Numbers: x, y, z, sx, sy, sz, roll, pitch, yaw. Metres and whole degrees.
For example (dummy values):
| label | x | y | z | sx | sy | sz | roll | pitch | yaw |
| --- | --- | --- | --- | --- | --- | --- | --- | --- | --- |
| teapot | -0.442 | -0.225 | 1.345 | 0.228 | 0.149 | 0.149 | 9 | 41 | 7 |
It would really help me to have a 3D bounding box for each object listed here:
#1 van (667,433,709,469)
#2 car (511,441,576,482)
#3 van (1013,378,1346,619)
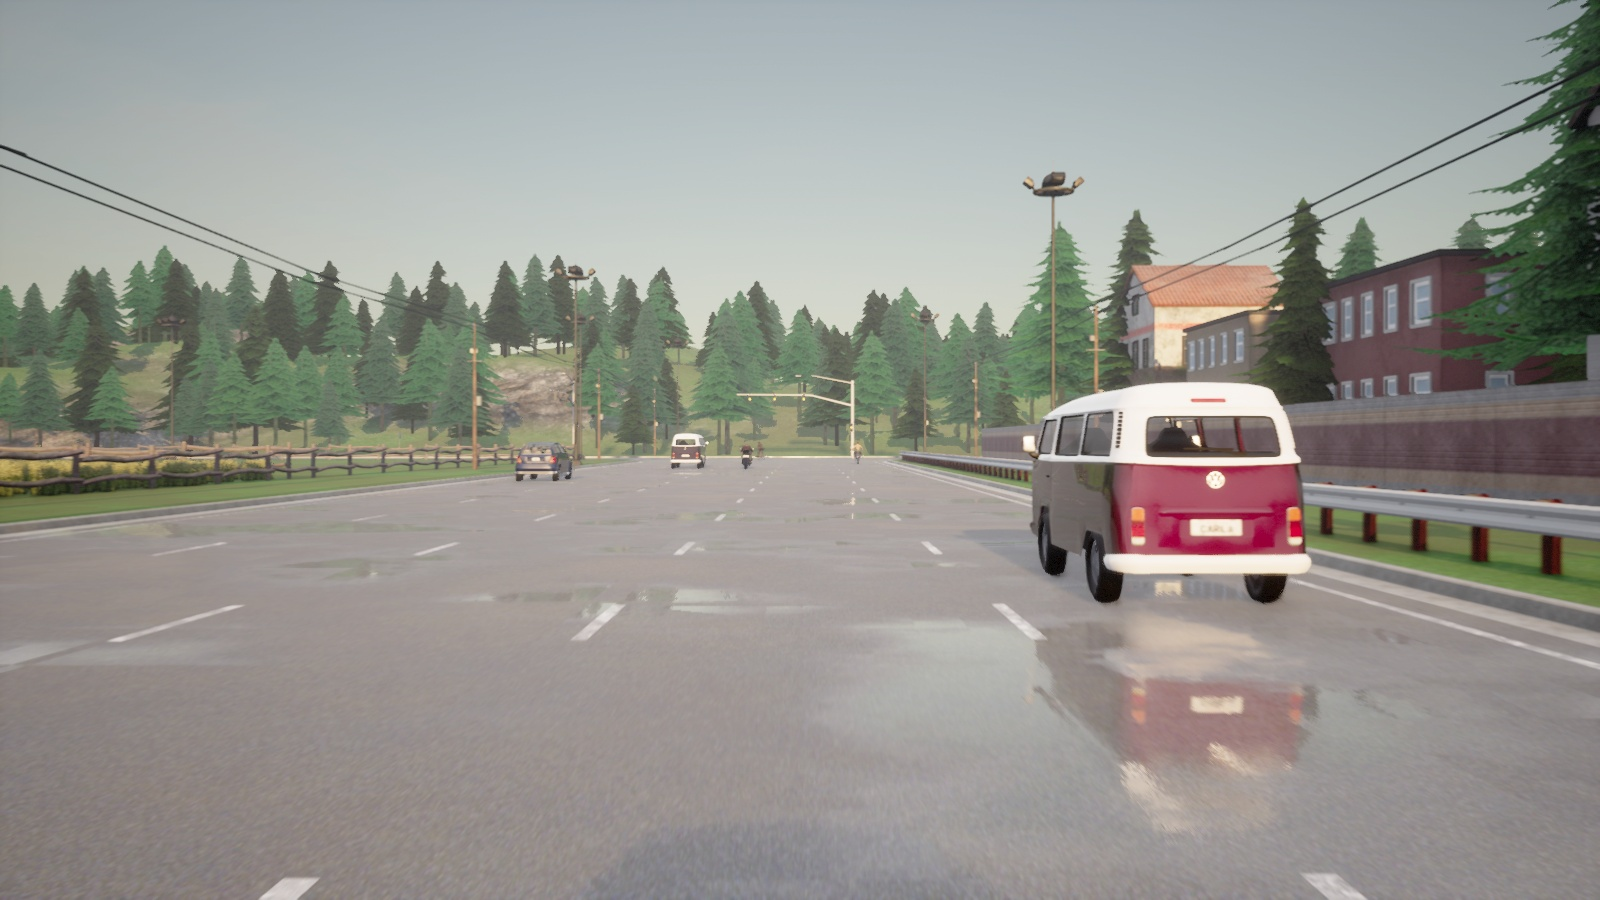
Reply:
| label | x | y | z | sx | sy | sz | roll | pitch | yaw |
| --- | --- | --- | --- | --- | --- | --- | --- | --- | --- |
| van | -6.566 | 0.049 | 74.082 | 2.069 | 2.038 | 4.480 | 0 | 0 | 0 |
| car | -10.202 | 0.435 | 50.171 | 1.789 | 1.549 | 3.705 | 0 | 0 | 0 |
| van | 3.588 | 0.401 | 12.863 | 2.069 | 2.038 | 4.480 | 0 | 0 | 0 |
